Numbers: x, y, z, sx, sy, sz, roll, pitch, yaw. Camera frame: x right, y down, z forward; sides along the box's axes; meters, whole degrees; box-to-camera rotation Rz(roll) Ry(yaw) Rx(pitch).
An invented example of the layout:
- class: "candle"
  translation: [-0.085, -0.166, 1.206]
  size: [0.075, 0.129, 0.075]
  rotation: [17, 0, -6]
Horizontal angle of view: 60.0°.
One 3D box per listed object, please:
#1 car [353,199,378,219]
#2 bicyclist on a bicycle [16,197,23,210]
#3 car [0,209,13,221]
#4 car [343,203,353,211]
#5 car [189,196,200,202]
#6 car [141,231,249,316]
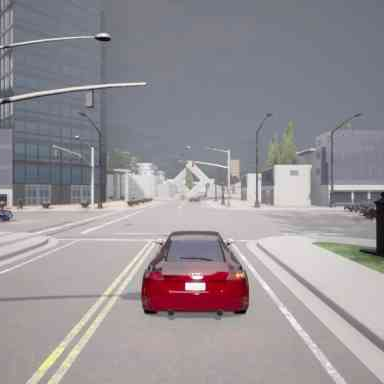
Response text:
- class: "car"
  translation: [15.835, 1.487, 26.328]
  size: [4.892, 1.490, 1.837]
  rotation: [0, 0, 0]
- class: "bicyclist on a bicycle"
  translation: [-22.017, 1.466, 42.488]
  size: [0.582, 1.620, 1.656]
  rotation: [-1, 0, 0]
- class: "car"
  translation: [-16.564, 1.635, 26.040]
  size: [4.674, 1.442, 1.812]
  rotation: [-1, 0, 0]
- class: "car"
  translation: [19.833, 1.502, 37.071]
  size: [5.357, 1.411, 2.033]
  rotation: [0, 0, -1]
- class: "car"
  translation: [0.661, 1.595, 76.958]
  size: [1.895, 1.301, 4.718]
  rotation: [0, 0, 12]
- class: "car"
  translation: [0.067, 1.564, 7.616]
  size: [1.994, 1.385, 4.181]
  rotation: [0, 0, 0]
